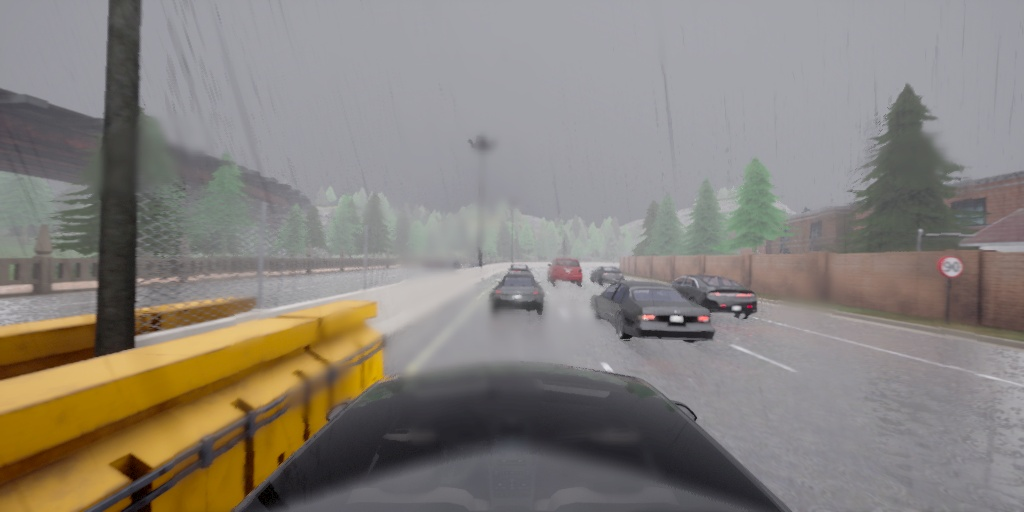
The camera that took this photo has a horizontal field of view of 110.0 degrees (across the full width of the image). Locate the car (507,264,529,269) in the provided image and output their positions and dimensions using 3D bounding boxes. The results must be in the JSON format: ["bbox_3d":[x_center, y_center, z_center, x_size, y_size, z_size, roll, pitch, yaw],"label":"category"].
[{"bbox_3d":[0.601,1.405,29.095,2.128,1.511,4.902,1,0,2],"label":"car"}]

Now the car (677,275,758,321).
[{"bbox_3d":[7.255,1.474,13.891,2.128,1.511,4.902,1,0,2],"label":"car"}]

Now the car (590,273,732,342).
[{"bbox_3d":[3.643,1.427,10.292,2.033,1.411,5.357,1,0,2],"label":"car"}]

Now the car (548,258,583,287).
[{"bbox_3d":[4.073,1.209,27.887,2.150,2.045,5.566,1,0,2],"label":"car"}]

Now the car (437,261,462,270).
[{"bbox_3d":[-8.858,1.373,53.133,2.033,1.411,5.357,1,0,7],"label":"car"}]

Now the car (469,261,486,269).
[{"bbox_3d":[-5.115,1.481,54.164,1.994,1.385,4.181,1,0,8],"label":"car"}]

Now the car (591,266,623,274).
[{"bbox_3d":[7.597,1.564,28.935,2.128,1.511,4.902,1,0,2],"label":"car"}]

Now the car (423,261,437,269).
[{"bbox_3d":[-12.058,1.365,55.329,1.895,1.301,4.718,1,0,8],"label":"car"}]

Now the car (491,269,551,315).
[{"bbox_3d":[0.259,1.387,14.168,1.994,1.385,4.181,1,0,2],"label":"car"}]
